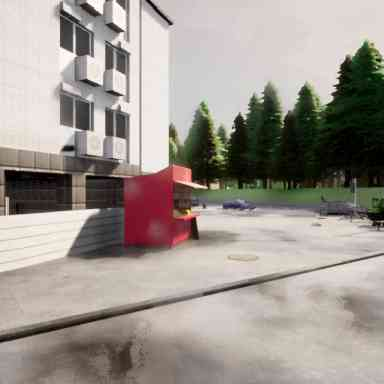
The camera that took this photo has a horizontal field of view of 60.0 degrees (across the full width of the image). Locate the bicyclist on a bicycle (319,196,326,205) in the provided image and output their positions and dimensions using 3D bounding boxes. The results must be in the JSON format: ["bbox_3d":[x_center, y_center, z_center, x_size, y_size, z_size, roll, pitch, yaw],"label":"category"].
[{"bbox_3d":[15.946,1.349,40.557,1.656,1.620,0.582,0,0,-35],"label":"bicyclist on a bicycle"}]

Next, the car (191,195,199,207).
[{"bbox_3d":[-0.782,1.563,49.641,1.994,1.385,4.181,0,0,-35],"label":"car"}]

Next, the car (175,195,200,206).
[{"bbox_3d":[-0.863,1.356,56.960,2.097,1.767,4.553,0,0,-34],"label":"car"}]

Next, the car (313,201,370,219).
[{"bbox_3d":[13.503,1.547,29.494,2.033,1.411,5.357,0,0,-35],"label":"car"}]

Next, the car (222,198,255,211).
[{"bbox_3d":[5.639,1.526,40.571,1.812,1.442,4.674,0,0,-35],"label":"car"}]
